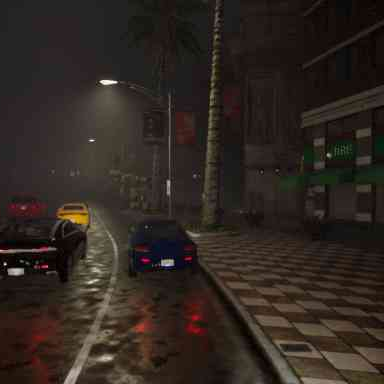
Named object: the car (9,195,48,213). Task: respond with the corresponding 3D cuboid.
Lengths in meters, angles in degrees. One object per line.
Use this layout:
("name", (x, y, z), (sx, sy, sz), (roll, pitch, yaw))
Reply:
("car", (-12.486, 1.211, 25.600), (2.150, 2.045, 5.566), (0, 0, -17))

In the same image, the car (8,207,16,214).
("car", (-8.521, 1.518, 12.878), (1.812, 1.442, 4.674), (0, 0, -15))

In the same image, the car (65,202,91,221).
("car", (-9.633, 1.593, 28.172), (1.895, 1.301, 4.718), (0, 0, -18))

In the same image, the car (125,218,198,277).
("car", (-1.034, 1.525, 10.202), (1.812, 1.442, 4.674), (0, 0, -11))

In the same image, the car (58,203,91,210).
("car", (-7.612, 1.471, 21.532), (1.882, 1.535, 5.008), (0, 0, -17))

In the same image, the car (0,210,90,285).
("car", (-4.161, 1.486, 9.434), (2.128, 1.511, 4.902), (0, 0, -10))
